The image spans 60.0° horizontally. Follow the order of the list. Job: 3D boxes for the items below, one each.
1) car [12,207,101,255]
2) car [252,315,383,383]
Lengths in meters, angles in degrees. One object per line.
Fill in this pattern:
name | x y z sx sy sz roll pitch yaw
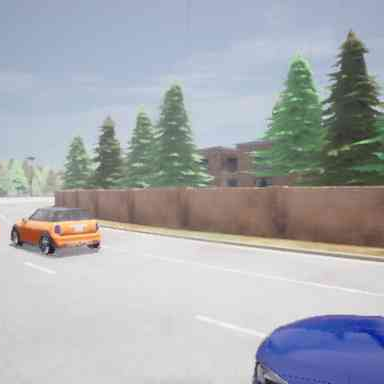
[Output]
car | -5.747 1.411 13.847 4.553 1.767 2.097 0 0 44
car | 2.683 1.533 2.176 4.674 1.442 1.812 0 0 35
